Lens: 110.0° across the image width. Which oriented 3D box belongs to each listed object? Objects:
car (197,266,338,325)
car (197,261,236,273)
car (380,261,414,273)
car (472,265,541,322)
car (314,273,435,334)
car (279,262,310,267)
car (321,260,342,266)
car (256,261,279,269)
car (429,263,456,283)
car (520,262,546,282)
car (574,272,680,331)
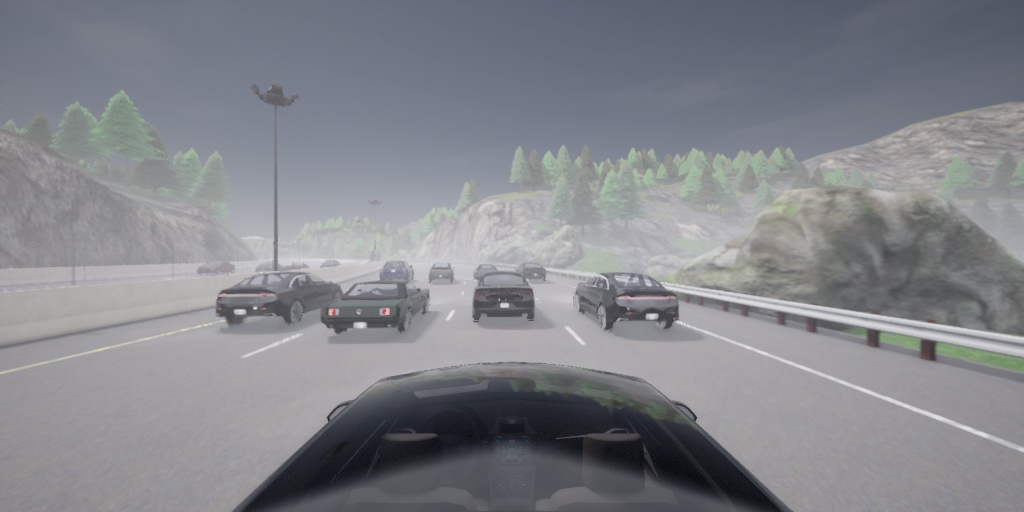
[{"bbox_3d":[-7.323,1.266,11.892,2.128,1.511,4.902,0,0,-3],"label":"car"},{"bbox_3d":[-32.930,1.329,40.062,1.882,1.535,5.008,0,0,-14],"label":"car"},{"bbox_3d":[-9.122,1.144,28.737,2.097,1.767,4.553,0,0,-8],"label":"car"},{"bbox_3d":[-0.350,1.237,12.500,1.882,1.535,5.008,0,0,-3],"label":"car"},{"bbox_3d":[-3.732,1.366,10.778,1.895,1.301,4.718,0,0,-3],"label":"car"},{"bbox_3d":[-26.919,1.444,44.890,1.895,1.301,4.718,0,0,-15],"label":"car"},{"bbox_3d":[-24.175,1.317,48.097,1.882,1.535,5.008,0,0,-15],"label":"car"},{"bbox_3d":[-30.738,1.377,45.620,1.812,1.442,4.674,0,0,-15],"label":"car"},{"bbox_3d":[-5.548,1.276,28.556,2.128,1.511,4.902,0,0,-8],"label":"car"},{"bbox_3d":[1.418,1.248,29.250,1.882,1.535,5.008,0,0,-8],"label":"car"},{"bbox_3d":[3.238,1.243,11.031,2.128,1.511,4.902,0,0,-3],"label":"car"}]
